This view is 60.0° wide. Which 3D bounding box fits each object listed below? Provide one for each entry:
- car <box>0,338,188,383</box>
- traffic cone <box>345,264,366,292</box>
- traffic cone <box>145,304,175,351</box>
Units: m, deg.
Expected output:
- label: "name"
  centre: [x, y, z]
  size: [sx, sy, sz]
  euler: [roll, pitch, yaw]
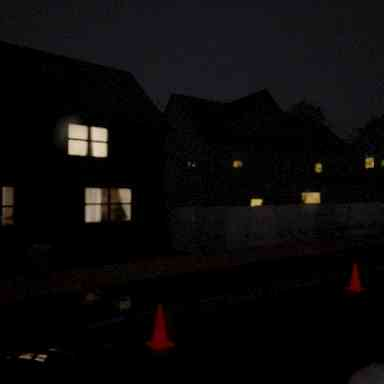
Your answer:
- label: "car"
  centre: [-1.987, 1.520, 1.106]
  size: [4.674, 1.442, 1.812]
  euler: [0, 0, -35]
- label: "traffic cone"
  centre: [3.775, 1.952, 7.682]
  size: [0.340, 0.580, 0.340]
  euler: [0, 0, -32]
- label: "traffic cone"
  centre: [-0.470, 1.949, 4.892]
  size: [0.340, 0.580, 0.340]
  euler: [0, 0, -34]
